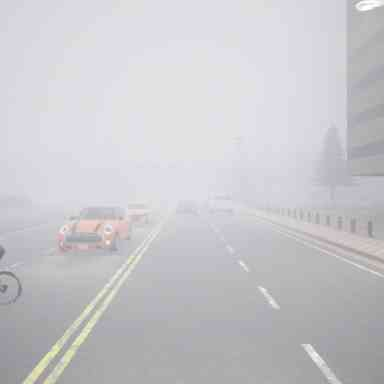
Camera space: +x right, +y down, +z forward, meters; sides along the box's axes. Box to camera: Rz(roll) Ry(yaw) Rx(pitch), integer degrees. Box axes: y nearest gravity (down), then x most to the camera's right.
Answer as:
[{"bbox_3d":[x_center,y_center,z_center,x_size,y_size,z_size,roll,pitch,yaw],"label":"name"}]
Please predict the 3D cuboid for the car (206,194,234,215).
[{"bbox_3d":[2.949,1.222,34.480,2.150,2.045,5.566,0,0,-1],"label":"car"}]

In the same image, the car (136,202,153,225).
[{"bbox_3d":[-3.960,1.478,24.558,1.882,1.535,5.008,0,0,-1],"label":"car"}]

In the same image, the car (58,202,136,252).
[{"bbox_3d":[-3.850,1.352,13.907,2.097,1.767,4.553,0,0,-1],"label":"car"}]

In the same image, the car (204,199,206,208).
[{"bbox_3d":[2.763,1.352,43.958,2.097,1.767,4.553,0,0,-1],"label":"car"}]

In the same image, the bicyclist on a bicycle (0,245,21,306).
[{"bbox_3d":[-4.196,1.454,6.550,1.656,1.620,0.582,-1,0,-1],"label":"bicyclist on a bicycle"}]

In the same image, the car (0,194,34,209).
[{"bbox_3d":[-21.849,1.153,41.793,1.932,1.855,4.605,0,0,-1],"label":"car"}]

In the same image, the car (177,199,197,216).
[{"bbox_3d":[-0.503,1.601,31.953,1.895,1.301,4.718,0,0,-1],"label":"car"}]
